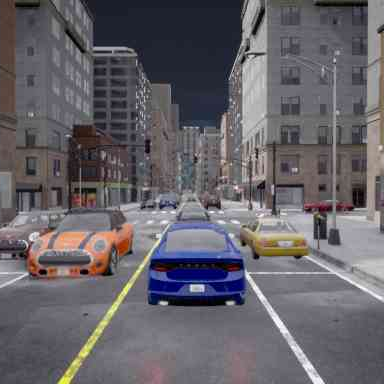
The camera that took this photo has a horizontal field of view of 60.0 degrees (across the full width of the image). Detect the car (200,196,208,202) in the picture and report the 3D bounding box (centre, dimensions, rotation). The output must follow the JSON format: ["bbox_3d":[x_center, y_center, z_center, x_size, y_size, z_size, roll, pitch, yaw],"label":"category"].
[{"bbox_3d":[2.740,1.590,78.258,1.752,1.417,4.829,-1,0,0],"label":"car"}]

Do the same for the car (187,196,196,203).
[{"bbox_3d":[-0.110,1.579,74.002,2.128,1.511,4.902,0,0,0],"label":"car"}]

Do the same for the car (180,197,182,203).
[{"bbox_3d":[-3.170,1.403,57.101,2.097,1.767,4.553,0,0,0],"label":"car"}]

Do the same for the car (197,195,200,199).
[{"bbox_3d":[2.752,1.372,66.916,2.192,1.841,5.009,-1,0,0],"label":"car"}]

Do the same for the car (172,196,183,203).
[{"bbox_3d":[-3.106,1.597,71.333,2.033,1.411,5.357,0,0,0],"label":"car"}]

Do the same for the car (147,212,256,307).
[{"bbox_3d":[0.085,1.478,8.109,1.882,1.535,5.008,0,0,0],"label":"car"}]

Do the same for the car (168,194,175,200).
[{"bbox_3d":[-5.818,1.513,94.832,1.967,1.590,4.097,-1,0,0],"label":"car"}]

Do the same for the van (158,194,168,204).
[{"bbox_3d":[-5.779,1.398,66.904,1.690,1.788,3.998,-1,0,0],"label":"van"}]

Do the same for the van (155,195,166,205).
[{"bbox_3d":[-5.770,1.394,61.318,1.690,1.788,3.998,-1,0,0],"label":"van"}]

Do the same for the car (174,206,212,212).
[{"bbox_3d":[0.074,1.606,17.472,1.895,1.301,4.718,0,0,0],"label":"car"}]

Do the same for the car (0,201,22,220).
[{"bbox_3d":[-18.071,1.664,29.470,5.008,1.535,1.882,-1,1,-1],"label":"car"}]

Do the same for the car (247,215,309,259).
[{"bbox_3d":[2.830,1.527,12.374,1.752,1.417,4.829,-1,0,0],"label":"car"}]

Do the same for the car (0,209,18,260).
[{"bbox_3d":[-5.696,1.442,12.190,1.967,1.590,4.097,-1,0,0],"label":"car"}]

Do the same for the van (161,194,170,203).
[{"bbox_3d":[-5.787,1.402,72.490,1.690,1.788,3.998,-1,0,0],"label":"van"}]

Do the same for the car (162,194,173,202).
[{"bbox_3d":[-5.795,1.380,78.076,2.192,1.841,5.009,-1,0,0],"label":"car"}]

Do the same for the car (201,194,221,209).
[{"bbox_3d":[2.780,1.351,44.572,2.192,1.841,5.009,-1,0,0],"label":"car"}]

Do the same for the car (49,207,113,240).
[{"bbox_3d":[-5.703,1.571,17.687,1.947,1.339,4.313,-1,0,0],"label":"car"}]

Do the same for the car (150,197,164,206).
[{"bbox_3d":[-5.760,1.573,55.562,1.752,1.417,4.829,-1,0,0],"label":"car"}]

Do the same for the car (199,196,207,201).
[{"bbox_3d":[2.734,1.634,83.673,1.947,1.339,4.313,-1,0,0],"label":"car"}]

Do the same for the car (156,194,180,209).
[{"bbox_3d":[-3.163,1.258,45.417,2.150,2.045,5.566,0,0,0],"label":"car"}]

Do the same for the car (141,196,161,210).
[{"bbox_3d":[-5.743,1.601,44.560,1.947,1.339,4.313,-1,0,0],"label":"car"}]

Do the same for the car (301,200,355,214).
[{"bbox_3d":[13.311,1.458,32.830,4.718,1.301,1.895,-1,1,-1],"label":"car"}]

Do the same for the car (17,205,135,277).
[{"bbox_3d":[-3.116,1.352,10.285,2.097,1.767,4.553,0,0,0],"label":"car"}]

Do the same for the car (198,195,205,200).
[{"bbox_3d":[2.721,1.624,94.845,2.008,1.369,4.403,-1,0,0],"label":"car"}]
